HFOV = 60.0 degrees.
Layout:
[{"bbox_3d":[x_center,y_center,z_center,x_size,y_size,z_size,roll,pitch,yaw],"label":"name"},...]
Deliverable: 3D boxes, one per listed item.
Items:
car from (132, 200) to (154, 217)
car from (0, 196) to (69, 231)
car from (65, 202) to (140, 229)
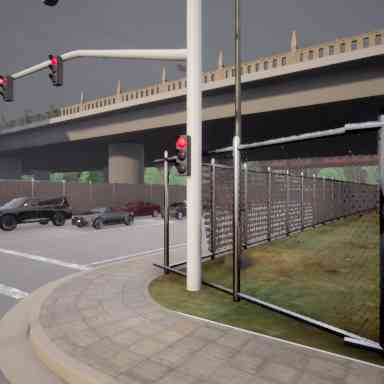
[{"bbox_3d":[-4.901,1.533,29.630,1.882,1.535,5.008,0,0,35],"label":"car"},{"bbox_3d":[-10.576,1.277,21.628,2.150,2.045,5.566,0,0,36],"label":"car"},{"bbox_3d":[-5.857,1.619,22.224,1.994,1.385,4.181,0,0,35],"label":"car"}]
